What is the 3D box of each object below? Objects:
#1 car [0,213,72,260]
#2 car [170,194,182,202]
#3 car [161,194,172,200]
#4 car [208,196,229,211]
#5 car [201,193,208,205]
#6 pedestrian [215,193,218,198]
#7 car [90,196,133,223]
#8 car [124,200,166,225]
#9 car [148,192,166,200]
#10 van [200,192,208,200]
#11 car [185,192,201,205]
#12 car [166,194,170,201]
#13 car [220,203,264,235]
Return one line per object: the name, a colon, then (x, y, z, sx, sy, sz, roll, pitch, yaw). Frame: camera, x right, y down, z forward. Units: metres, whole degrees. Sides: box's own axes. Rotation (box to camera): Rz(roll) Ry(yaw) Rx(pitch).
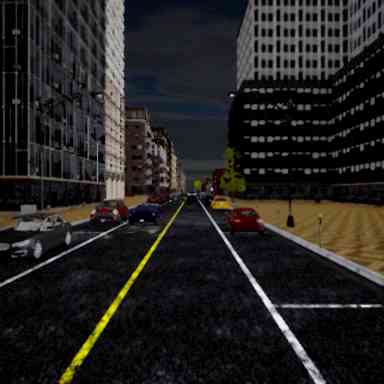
car: (-5.682, 1.469, 11.874, 2.008, 1.369, 4.403, 0, 0, 0)
car: (-2.996, 1.082, 64.521, 2.128, 1.511, 4.902, 0, 0, 1)
car: (-5.660, 1.095, 74.451, 1.947, 1.339, 4.313, 0, 0, 0)
car: (3.013, 1.212, 36.298, 1.801, 1.575, 5.366, 0, 0, 0)
car: (2.679, 1.227, 51.667, 1.947, 1.339, 4.313, 0, 0, 0)
pedestrian: (3.014, 1.031, 39.294, 0.375, 1.860, 0.375, 0, 0, 0)
car: (-5.677, 1.282, 23.251, 1.967, 1.590, 4.097, 0, 0, 0)
car: (-3.092, 1.446, 22.757, 1.895, 1.301, 4.718, 0, 0, 0)
car: (-5.667, 0.976, 51.694, 2.192, 1.841, 5.009, 0, 0, 0)
van: (2.688, 0.870, 74.421, 1.690, 1.788, 3.998, 0, 0, 0)
car: (0.018, 1.178, 49.678, 1.837, 1.490, 4.892, 0, 0, 0)
car: (-5.664, 1.139, 63.074, 1.887, 1.381, 4.507, 0, 0, 0)
car: (2.683, 1.462, 17.534, 1.802, 1.307, 4.206, 0, 0, 0)
